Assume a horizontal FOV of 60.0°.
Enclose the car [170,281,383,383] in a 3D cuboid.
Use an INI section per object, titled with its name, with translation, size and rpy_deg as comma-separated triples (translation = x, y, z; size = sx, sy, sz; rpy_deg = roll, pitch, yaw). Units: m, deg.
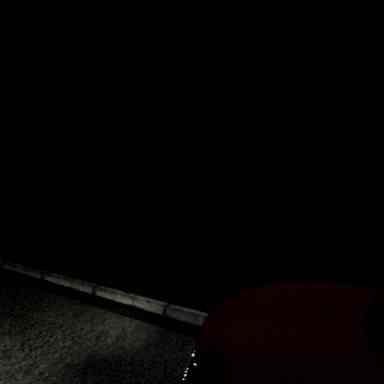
[car]
translation = 2.473, 1.228, 1.615
size = 5.566, 2.045, 2.150
rpy_deg = 0, 0, 35
